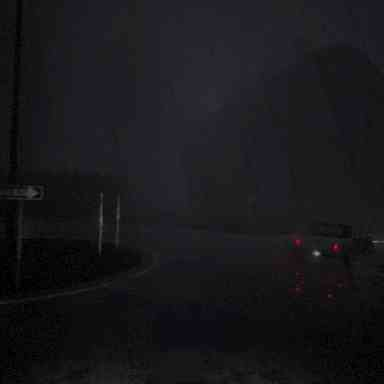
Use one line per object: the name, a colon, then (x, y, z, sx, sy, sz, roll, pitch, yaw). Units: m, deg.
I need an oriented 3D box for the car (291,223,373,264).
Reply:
car: (5.772, 1.919, 13.375, 1.895, 1.301, 4.718, 1, -1, 39)
